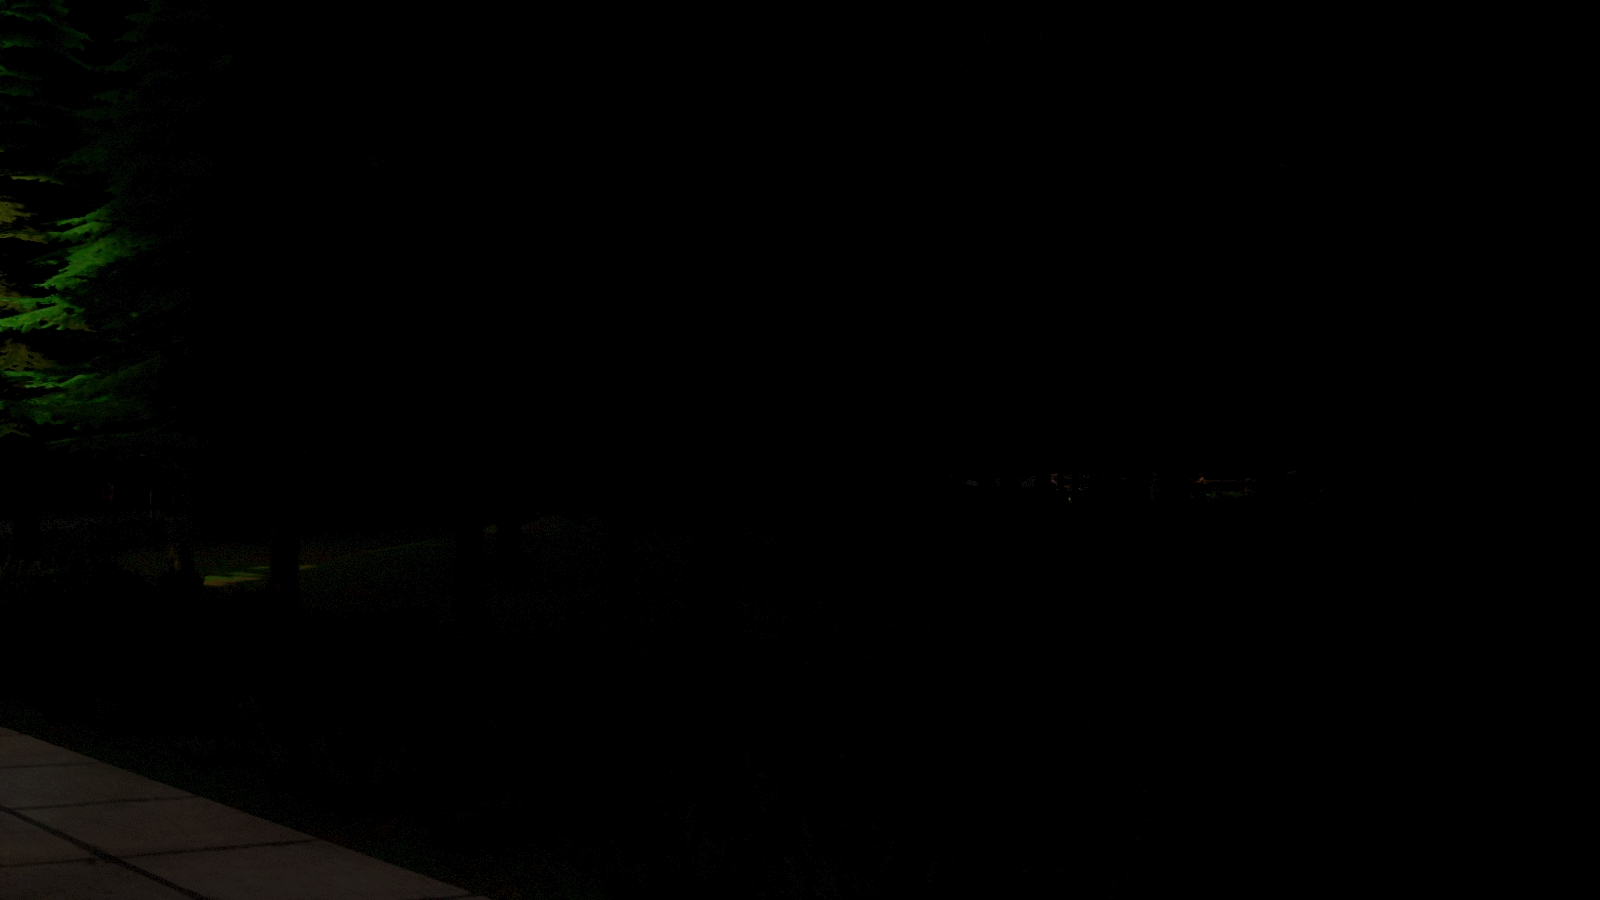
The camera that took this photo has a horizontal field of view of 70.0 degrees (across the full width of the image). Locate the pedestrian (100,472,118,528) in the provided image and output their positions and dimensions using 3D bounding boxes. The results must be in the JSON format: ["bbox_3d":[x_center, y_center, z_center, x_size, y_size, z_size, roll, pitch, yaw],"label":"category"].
[{"bbox_3d":[-23.163,1.679,38.292,0.375,1.860,0.375,0,0,9],"label":"pedestrian"}]
